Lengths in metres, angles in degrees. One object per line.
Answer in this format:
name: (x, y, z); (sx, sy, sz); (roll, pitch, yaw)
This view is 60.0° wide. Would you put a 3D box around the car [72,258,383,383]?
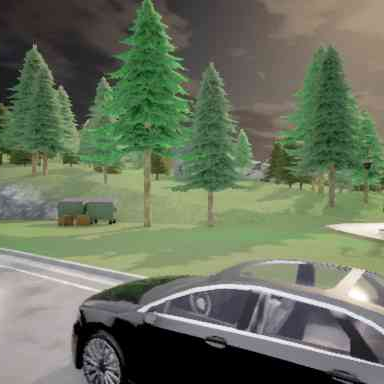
car: (0.746, 1.490, 3.463); (4.902, 1.511, 2.128); (0, 0, 36)
